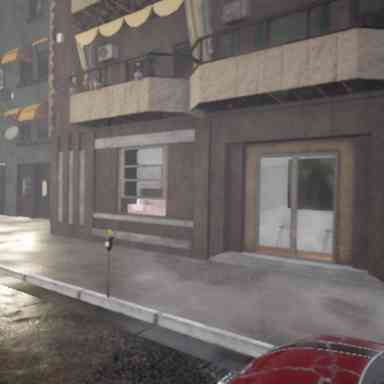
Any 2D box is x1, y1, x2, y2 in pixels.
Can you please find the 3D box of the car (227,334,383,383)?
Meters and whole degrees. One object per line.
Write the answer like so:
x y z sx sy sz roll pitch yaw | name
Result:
1.901 1.455 1.530 4.097 1.590 1.967 2 1 35 | car
